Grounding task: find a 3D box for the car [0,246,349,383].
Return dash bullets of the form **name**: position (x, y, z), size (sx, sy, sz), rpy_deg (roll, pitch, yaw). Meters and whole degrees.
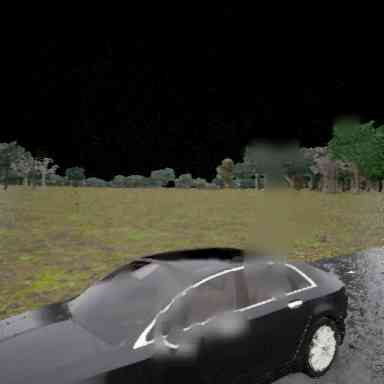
- **car**: position (-0.079, 1.498, 3.934), size (4.892, 1.490, 1.837), rpy_deg (0, 0, -35)
